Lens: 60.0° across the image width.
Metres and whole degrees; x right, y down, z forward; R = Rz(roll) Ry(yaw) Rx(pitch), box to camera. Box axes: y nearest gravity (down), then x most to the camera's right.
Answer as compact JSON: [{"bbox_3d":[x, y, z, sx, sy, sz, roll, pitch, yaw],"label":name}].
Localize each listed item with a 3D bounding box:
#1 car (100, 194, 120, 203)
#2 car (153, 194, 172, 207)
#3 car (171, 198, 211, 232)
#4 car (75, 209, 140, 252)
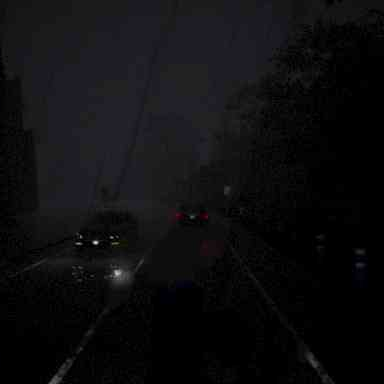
[{"bbox_3d":[-14.226,1.054,57.343,2.033,1.411,5.357,-4,2,-33],"label":"car"},{"bbox_3d":[-3.794,1.015,43.486,1.882,1.535,5.008,-2,2,-19],"label":"car"},{"bbox_3d":[-0.017,1.381,20.428,2.097,1.767,4.553,0,0,-1],"label":"car"},{"bbox_3d":[-3.391,1.538,14.062,1.837,1.490,4.892,0,0,0],"label":"car"}]
